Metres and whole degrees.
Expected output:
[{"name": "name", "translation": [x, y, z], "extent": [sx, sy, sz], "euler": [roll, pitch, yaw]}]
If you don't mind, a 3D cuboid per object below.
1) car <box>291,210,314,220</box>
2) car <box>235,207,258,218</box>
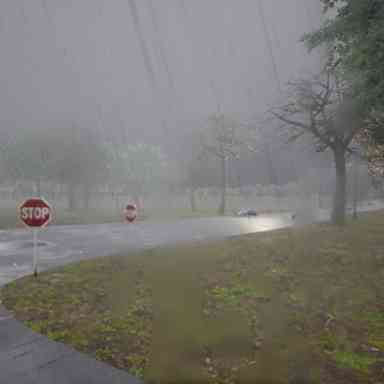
[{"name": "car", "translation": [16.007, 3.247, 48.052], "extent": [2.033, 1.411, 5.357], "euler": [1, -1, 35]}, {"name": "car", "translation": [8.071, 2.995, 48.981], "extent": [2.128, 1.511, 4.902], "euler": [1, -1, 36]}]
